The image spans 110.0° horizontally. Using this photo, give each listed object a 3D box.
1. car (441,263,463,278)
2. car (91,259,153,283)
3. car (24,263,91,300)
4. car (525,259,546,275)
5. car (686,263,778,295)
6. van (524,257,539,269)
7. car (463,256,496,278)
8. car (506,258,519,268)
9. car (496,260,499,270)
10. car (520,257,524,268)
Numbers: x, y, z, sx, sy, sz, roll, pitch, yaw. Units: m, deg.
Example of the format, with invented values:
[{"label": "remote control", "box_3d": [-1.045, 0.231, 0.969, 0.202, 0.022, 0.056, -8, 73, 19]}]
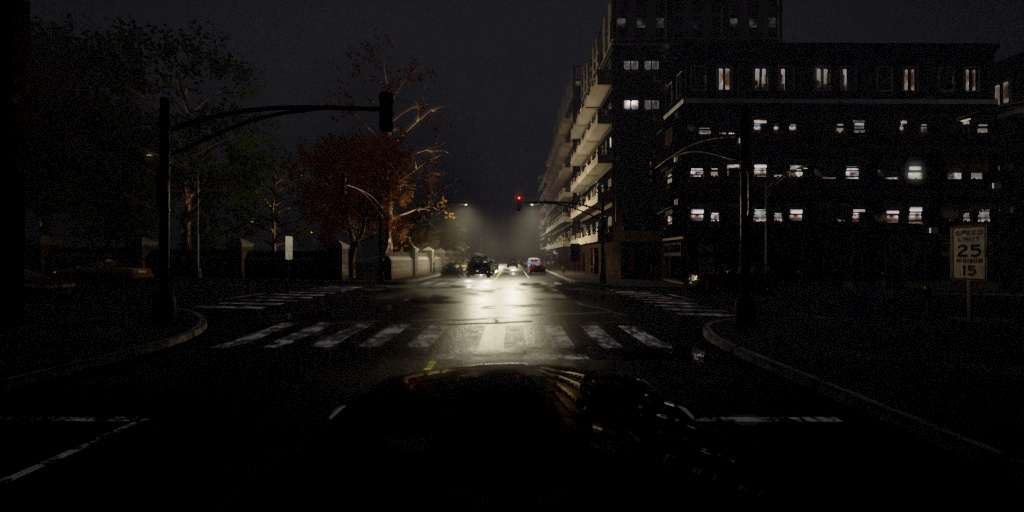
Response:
[{"label": "car", "box_3d": [-5.642, 1.330, 34.367, 1.948, 1.339, 4.313, 0, 0, 0]}, {"label": "car", "box_3d": [-24.714, 0.882, 21.690, 4.829, 1.417, 1.751, 0, 0, 0]}, {"label": "car", "box_3d": [-18.945, 1.007, 13.356, 4.207, 1.307, 1.802, 0, 0, 0]}, {"label": "car", "box_3d": [2.747, 1.314, 39.985, 1.888, 1.381, 4.507, 0, 0, 0]}, {"label": "car", "box_3d": [13.479, 1.353, 21.998, 5.009, 1.841, 2.192, 0, 0, 0]}, {"label": "van", "box_3d": [2.756, 1.116, 45.615, 1.690, 1.789, 3.998, 0, 0, 0]}, {"label": "car", "box_3d": [-3.037, 0.986, 34.654, 2.150, 2.045, 5.566, 0, 0, 1]}, {"label": "car", "box_3d": [0.090, 1.304, 62.659, 1.837, 1.490, 4.892, 0, 0, 0]}, {"label": "car", "box_3d": [-3.034, 1.322, 44.906, 2.033, 1.411, 5.357, 0, 0, 0]}, {"label": "car", "box_3d": [2.772, 1.230, 56.875, 1.967, 1.591, 4.097, 0, 0, 0]}]
